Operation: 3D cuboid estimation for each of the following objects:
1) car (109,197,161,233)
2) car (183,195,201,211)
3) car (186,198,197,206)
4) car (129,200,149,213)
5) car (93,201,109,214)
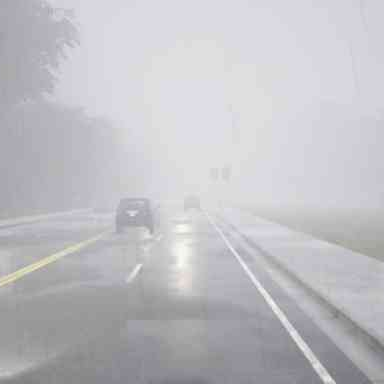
[{"bbox_3d":[-3.188,1.318,20.459,2.150,2.045,5.566,0,0,0],"label":"car"},{"bbox_3d":[0.016,1.413,43.565,2.150,2.045,5.566,0,0,0],"label":"car"},{"bbox_3d":[-0.045,1.880,62.089,1.994,1.385,4.181,0,0,0],"label":"car"},{"bbox_3d":[-6.659,1.744,42.306,1.812,1.442,4.674,0,0,0],"label":"car"},{"bbox_3d":[-9.909,1.762,38.575,2.033,1.411,5.357,0,0,0],"label":"car"}]
